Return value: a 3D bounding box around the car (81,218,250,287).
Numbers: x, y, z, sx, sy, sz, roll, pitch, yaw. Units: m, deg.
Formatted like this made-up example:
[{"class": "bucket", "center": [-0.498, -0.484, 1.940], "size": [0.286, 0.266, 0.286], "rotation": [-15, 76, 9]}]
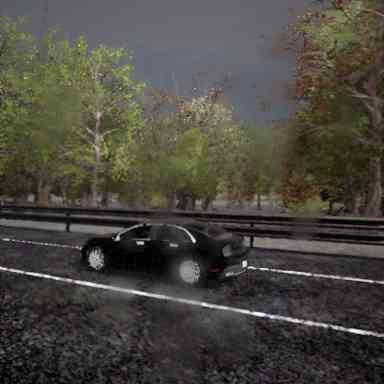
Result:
[{"class": "car", "center": [-0.876, 1.500, 9.191], "size": [4.892, 1.490, 1.837], "rotation": [0, 0, 27]}]
